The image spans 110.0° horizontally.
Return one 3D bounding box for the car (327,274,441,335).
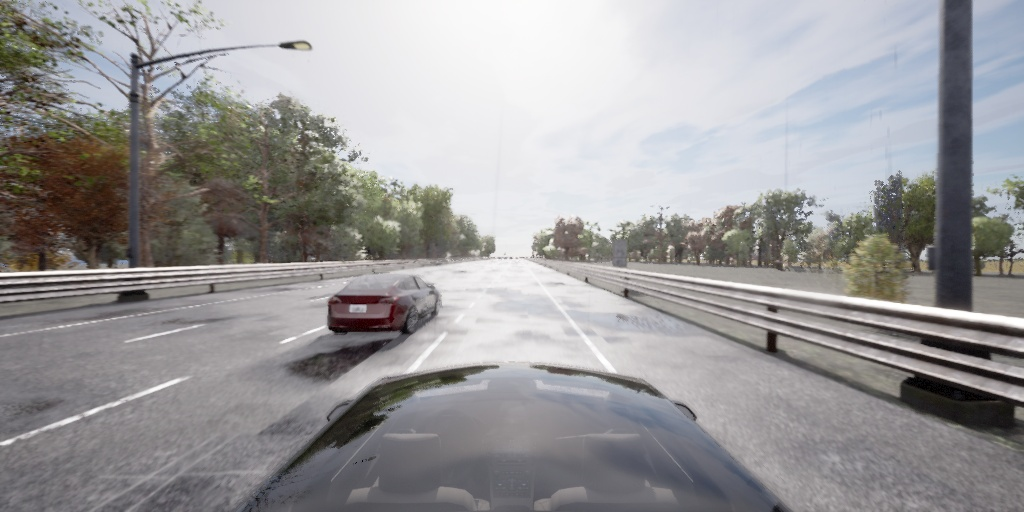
[{"bbox_3d":[-3.435,1.235,10.425,2.163,1.488,4.792,0,0,1],"label":"car"}]
